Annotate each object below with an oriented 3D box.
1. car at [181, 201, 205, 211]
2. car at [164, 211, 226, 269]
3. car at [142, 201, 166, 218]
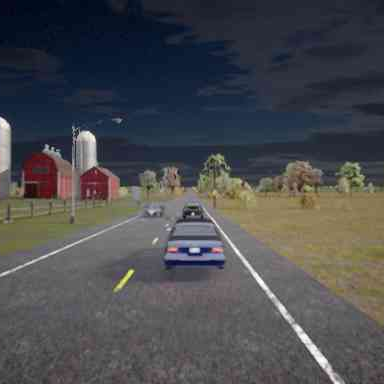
[{"bbox_3d":[0.091,1.645,30.991,1.837,1.490,4.892,0,0,0],"label":"car"},{"bbox_3d":[0.085,1.602,11.316,2.033,1.411,5.357,0,0,0],"label":"car"},{"bbox_3d":[-3.600,1.637,32.040,2.128,1.511,4.902,0,0,0],"label":"car"}]
